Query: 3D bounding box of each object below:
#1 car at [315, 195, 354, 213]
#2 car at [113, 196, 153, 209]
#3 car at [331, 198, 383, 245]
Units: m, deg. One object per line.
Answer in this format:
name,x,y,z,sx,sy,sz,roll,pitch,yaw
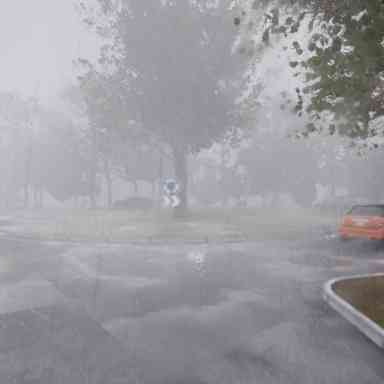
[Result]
car,13.809,1.183,31.871,2.097,1.767,4.553,0,0,-14
car,-7.430,1.256,41.874,5.008,1.535,1.882,0,0,-18
car,8.434,1.275,14.470,4.553,1.767,2.097,0,0,-35
